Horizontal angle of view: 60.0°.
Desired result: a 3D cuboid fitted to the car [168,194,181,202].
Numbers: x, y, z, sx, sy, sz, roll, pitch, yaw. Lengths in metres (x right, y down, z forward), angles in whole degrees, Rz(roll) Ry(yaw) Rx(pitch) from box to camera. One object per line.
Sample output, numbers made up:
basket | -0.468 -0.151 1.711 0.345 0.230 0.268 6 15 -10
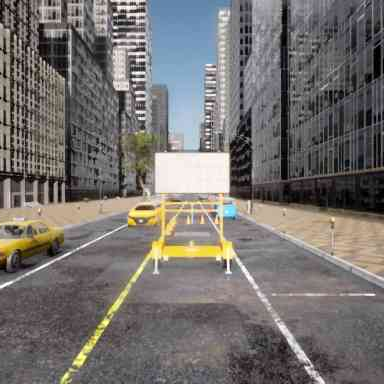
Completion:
car | -2.999 1.608 62.719 1.895 1.301 4.718 0 0 1

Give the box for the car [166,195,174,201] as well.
car | -5.613 1.538 84.360 1.752 1.417 4.829 0 0 0

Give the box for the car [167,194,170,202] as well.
car | -5.629 1.559 67.526 2.008 1.369 4.403 0 0 0

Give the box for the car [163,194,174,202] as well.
car | -5.619 1.326 78.862 2.192 1.841 5.009 0 0 0

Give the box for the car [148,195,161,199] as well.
car | -5.651 1.529 44.684 1.752 1.417 4.829 0 0 0

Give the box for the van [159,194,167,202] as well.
van | -5.640 1.347 56.191 1.690 1.788 3.998 0 0 0

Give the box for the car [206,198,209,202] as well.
car | 2.719 1.528 33.679 1.752 1.417 4.829 0 0 0

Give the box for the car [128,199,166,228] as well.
car | -3.081 1.478 22.625 1.882 1.535 5.008 0 0 0

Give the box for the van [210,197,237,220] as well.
van | 2.713 1.342 27.841 1.690 1.788 3.998 0 0 0

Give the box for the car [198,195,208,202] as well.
car | 2.757 1.561 73.185 2.008 1.369 4.403 0 0 0

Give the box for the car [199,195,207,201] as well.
car | 2.768 1.557 84.521 1.887 1.381 4.507 0 0 0

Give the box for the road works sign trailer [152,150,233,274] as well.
road works sign trailer | 0.009 0.464 10.577 2.380 3.560 2.880 0 0 0

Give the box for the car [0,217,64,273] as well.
car | -5.683 1.525 10.677 1.752 1.417 4.829 0 0 0
